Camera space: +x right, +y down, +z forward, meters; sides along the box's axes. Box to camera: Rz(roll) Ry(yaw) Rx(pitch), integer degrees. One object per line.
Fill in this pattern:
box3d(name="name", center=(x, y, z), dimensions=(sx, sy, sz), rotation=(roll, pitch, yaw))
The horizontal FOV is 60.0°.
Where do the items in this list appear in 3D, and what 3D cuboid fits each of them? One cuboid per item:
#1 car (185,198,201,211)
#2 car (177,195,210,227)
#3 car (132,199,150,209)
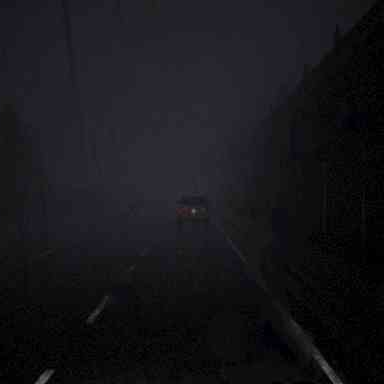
box3d(name="car", center=(0.119, 1.512, 41.313), dimensions=(1.812, 1.442, 4.674), rotation=(0, 0, 0))
box3d(name="car", center=(0.102, 1.215, 23.106), dimensions=(2.150, 2.045, 5.566), rotation=(0, 0, 0))
box3d(name="car", center=(-6.972, 1.606, 45.643), dimensions=(1.895, 1.301, 4.718), rotation=(0, 0, 0))
